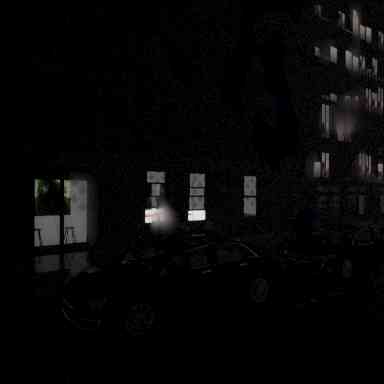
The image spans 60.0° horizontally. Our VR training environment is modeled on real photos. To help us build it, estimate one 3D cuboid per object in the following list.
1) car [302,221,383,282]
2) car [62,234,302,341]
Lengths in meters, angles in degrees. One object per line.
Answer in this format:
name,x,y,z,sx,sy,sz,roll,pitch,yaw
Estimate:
car,4.473,1.550,9.696,4.403,1.369,2.008,0,0,-35
car,-0.162,1.551,6.420,4.403,1.369,2.008,0,0,-35
